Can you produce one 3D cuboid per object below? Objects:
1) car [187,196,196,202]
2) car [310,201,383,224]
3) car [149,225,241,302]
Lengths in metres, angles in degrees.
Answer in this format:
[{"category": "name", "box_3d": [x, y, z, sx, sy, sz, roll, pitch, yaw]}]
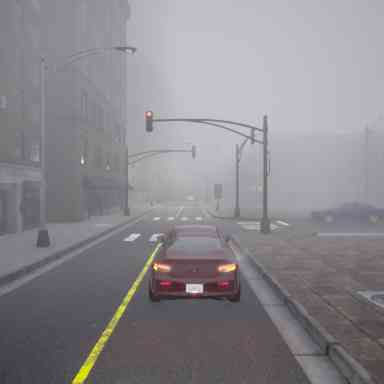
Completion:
[{"category": "car", "box_3d": [-0.150, 1.567, 76.115, 1.812, 1.442, 4.674, 0, 0, 0]}, {"category": "car", "box_3d": [11.078, 1.432, 23.851, 5.008, 1.535, 1.882, 0, 0, 0]}, {"category": "car", "box_3d": [0.074, 1.526, 8.139, 1.812, 1.442, 4.674, 0, 0, 1]}]
